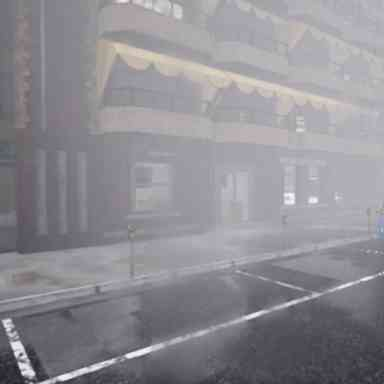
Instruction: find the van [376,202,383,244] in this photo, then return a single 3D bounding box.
[{"bbox_3d":[8.671,1.115,12.723,3.998,1.788,1.690,-1,1,-35],"label":"van"}]
